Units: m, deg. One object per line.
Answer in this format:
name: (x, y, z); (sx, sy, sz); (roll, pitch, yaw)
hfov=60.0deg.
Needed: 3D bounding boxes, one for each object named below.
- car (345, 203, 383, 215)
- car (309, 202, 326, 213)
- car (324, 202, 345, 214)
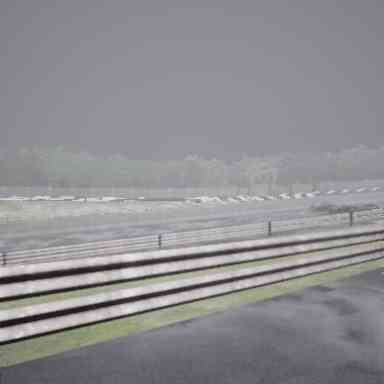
car: (21.998, 2.110, 41.596); (4.892, 1.490, 1.837); (-4, 2, -25)
car: (19.049, 2.113, 47.945); (4.674, 1.442, 1.812); (-4, 2, -25)
car: (20.553, 2.203, 44.785); (4.718, 1.301, 1.895); (-4, 2, -25)
